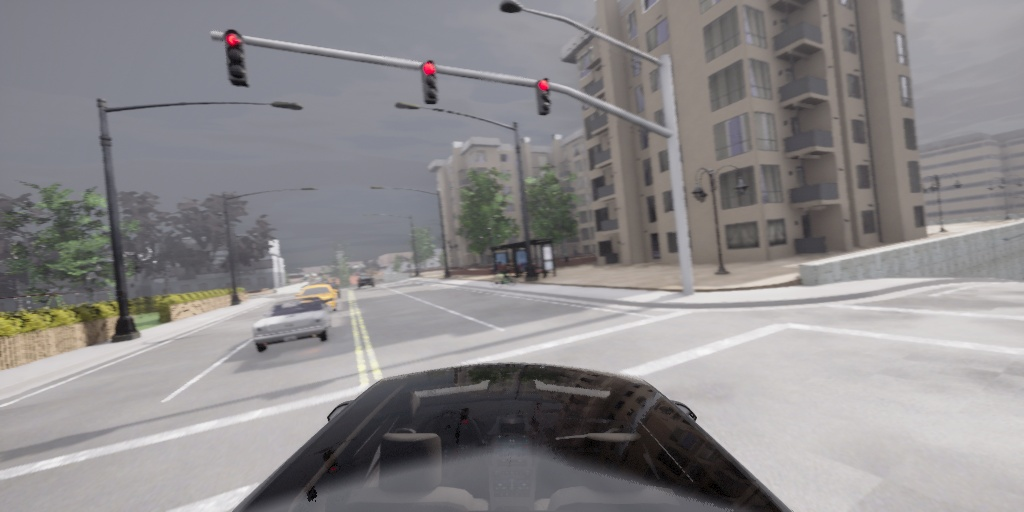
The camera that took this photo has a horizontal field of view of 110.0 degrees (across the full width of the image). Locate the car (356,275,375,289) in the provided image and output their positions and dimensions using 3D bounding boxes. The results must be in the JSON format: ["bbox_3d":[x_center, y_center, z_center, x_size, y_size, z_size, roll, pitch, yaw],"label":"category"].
[{"bbox_3d":[-18.063,3.163,44.238,1.837,1.490,4.892,-6,1,-25],"label":"car"}]

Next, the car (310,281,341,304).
[{"bbox_3d":[-15.289,2.935,29.605,1.994,1.385,4.181,-6,0,-25],"label":"car"}]

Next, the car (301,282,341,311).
[{"bbox_3d":[-11.123,2.415,20.550,1.882,1.535,5.008,-6,0,-25],"label":"car"}]

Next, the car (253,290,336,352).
[{"bbox_3d":[-7.261,2.138,12.209,1.895,1.301,4.718,-6,0,-25],"label":"car"}]

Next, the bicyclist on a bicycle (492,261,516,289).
[{"bbox_3d":[-0.548,1.126,21.953,1.656,1.620,0.582,-7,0,-25],"label":"bicyclist on a bicycle"}]
